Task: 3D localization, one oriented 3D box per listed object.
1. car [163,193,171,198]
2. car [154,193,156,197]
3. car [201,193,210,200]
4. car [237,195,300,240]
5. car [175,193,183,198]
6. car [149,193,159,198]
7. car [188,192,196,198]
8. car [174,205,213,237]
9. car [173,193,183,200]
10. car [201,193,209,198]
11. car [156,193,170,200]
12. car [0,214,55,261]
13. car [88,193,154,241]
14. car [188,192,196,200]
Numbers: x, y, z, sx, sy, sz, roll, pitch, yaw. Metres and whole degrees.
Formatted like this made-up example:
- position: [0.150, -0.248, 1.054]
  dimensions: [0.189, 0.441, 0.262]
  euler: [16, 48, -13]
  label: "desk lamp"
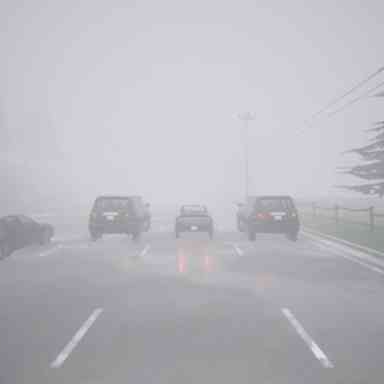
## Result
- position: [-7.015, 1.031, 92.168]
  dimensions: [1.895, 1.301, 4.718]
  euler: [0, 0, 0]
  label: "car"
- position: [-10.513, 1.118, 81.748]
  dimensions: [1.882, 1.535, 5.008]
  euler: [0, 0, 0]
  label: "car"
- position: [3.487, 1.116, 81.721]
  dimensions: [1.882, 1.535, 5.008]
  euler: [0, 0, 0]
  label: "car"
- position: [3.597, 1.149, 16.576]
  dimensions: [2.150, 2.045, 5.566]
  euler: [0, 0, 0]
  label: "car"
- position: [-3.515, 0.975, 92.139]
  dimensions: [2.033, 1.411, 5.357]
  euler: [0, 0, 0]
  label: "car"
- position: [-10.515, 0.976, 92.168]
  dimensions: [2.033, 1.411, 5.357]
  euler: [0, 0, 0]
  label: "car"
- position: [-0.015, 0.791, 92.108]
  dimensions: [2.097, 1.767, 4.553]
  euler: [0, 0, 0]
  label: "car"
- position: [0.096, 1.416, 17.501]
  dimensions: [2.128, 1.511, 4.902]
  euler: [0, 0, 0]
  label: "car"
- position: [-3.513, 1.138, 81.719]
  dimensions: [1.837, 1.490, 4.892]
  euler: [0, 0, 0]
  label: "car"
- position: [3.485, 0.975, 92.140]
  dimensions: [2.033, 1.411, 5.357]
  euler: [0, 0, 0]
  label: "car"
- position: [-7.013, 1.178, 81.719]
  dimensions: [2.033, 1.411, 5.357]
  euler: [0, 0, 0]
  label: "car"
- position: [-6.903, 1.495, 12.073]
  dimensions: [2.033, 1.411, 5.357]
  euler: [0, 0, 0]
  label: "car"
- position: [-3.403, 1.150, 16.522]
  dimensions: [2.150, 2.045, 5.566]
  euler: [0, 0, 0]
  label: "car"
- position: [-0.013, 1.116, 81.720]
  dimensions: [1.882, 1.535, 5.008]
  euler: [0, 0, 0]
  label: "car"
